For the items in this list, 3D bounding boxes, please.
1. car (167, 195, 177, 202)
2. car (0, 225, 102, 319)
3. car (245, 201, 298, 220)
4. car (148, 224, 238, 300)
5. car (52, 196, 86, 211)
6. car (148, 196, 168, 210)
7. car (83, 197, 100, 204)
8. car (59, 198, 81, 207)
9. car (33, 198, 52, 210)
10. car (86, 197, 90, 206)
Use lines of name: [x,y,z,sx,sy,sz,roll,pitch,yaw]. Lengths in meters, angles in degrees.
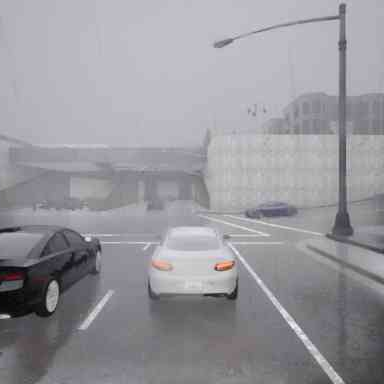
car: [-4.945,1.524,77.381,1.812,1.442,4.674,0,0,13]
car: [-3.479,1.478,7.492,1.882,1.535,5.008,0,0,0]
car: [6.448,1.464,27.130,4.181,1.385,1.994,-4,0,1]
car: [0.015,1.526,8.292,1.812,1.442,4.674,0,0,0]
car: [-15.091,1.352,41.047,2.097,1.767,4.553,0,0,-2]
car: [-4.439,1.564,41.938,1.994,1.385,4.181,0,0,-2]
car: [-19.310,1.601,64.190,1.895,1.301,4.718,0,0,-1]
car: [-18.962,1.601,51.840,1.895,1.301,4.718,0,0,-2]
car: [-18.650,1.491,42.582,2.128,1.511,4.902,0,0,-2]
car: [-15.404,1.491,50.147,2.128,1.511,4.902,0,0,-2]
